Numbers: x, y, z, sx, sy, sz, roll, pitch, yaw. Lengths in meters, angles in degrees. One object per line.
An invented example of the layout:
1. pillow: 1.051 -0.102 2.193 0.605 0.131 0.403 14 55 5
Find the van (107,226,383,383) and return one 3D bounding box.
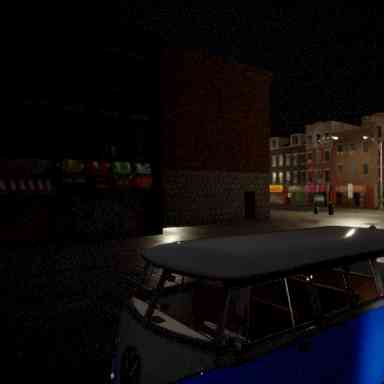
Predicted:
1. van: 1.124 1.341 3.624 3.998 1.788 1.690 0 0 -36
